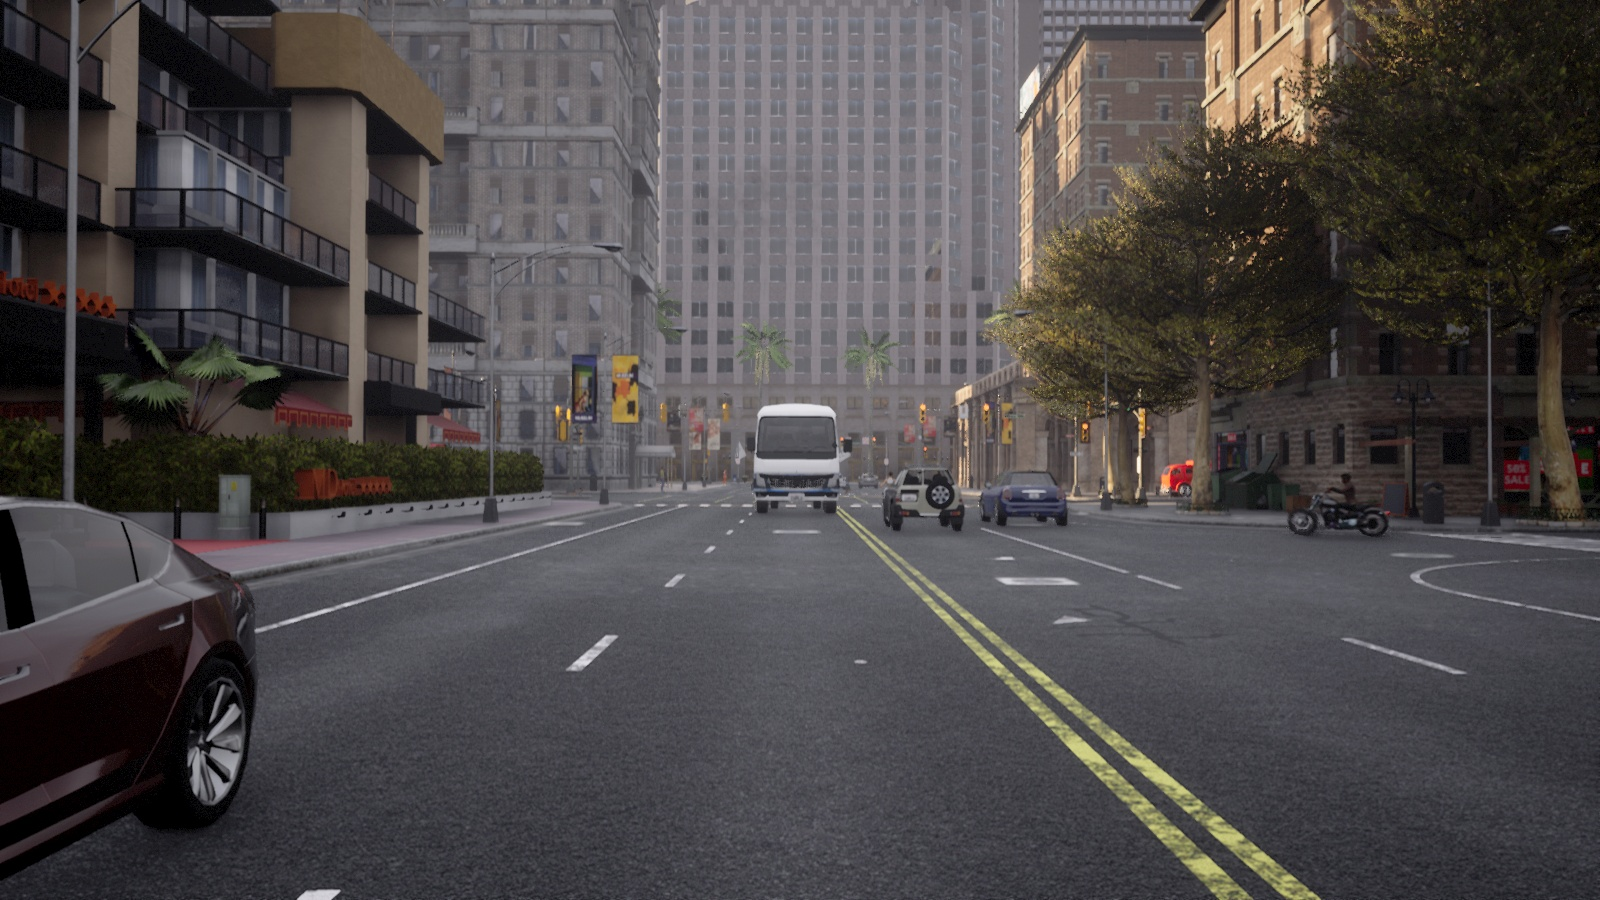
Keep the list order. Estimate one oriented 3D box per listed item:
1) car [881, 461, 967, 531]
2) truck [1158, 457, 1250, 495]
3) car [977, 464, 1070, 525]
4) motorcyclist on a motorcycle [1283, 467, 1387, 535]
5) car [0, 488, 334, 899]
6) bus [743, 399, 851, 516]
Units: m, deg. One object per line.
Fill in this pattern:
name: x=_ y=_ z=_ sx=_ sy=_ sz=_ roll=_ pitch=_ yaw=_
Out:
car: x=3.418 y=1.253 z=35.368 sx=1.932 sy=1.855 sz=4.605 roll=0 pitch=-1 yaw=0
truck: x=26.547 y=1.706 z=82.756 sx=5.204 sy=2.467 sz=2.627 roll=0 pitch=-1 yaw=0
car: x=6.910 y=1.350 z=39.279 sx=2.097 sy=1.767 sz=4.553 roll=0 pitch=-1 yaw=0
motorcyclist on a motorcycle: x=13.484 y=1.280 z=31.665 sx=2.350 sy=1.649 sz=0.766 roll=-1 pitch=-2 yaw=25
car: x=-3.510 y=0.905 z=4.154 sx=2.163 sy=1.488 sz=4.792 roll=0 pitch=-1 yaw=0
bus: x=-0.154 y=0.354 z=51.020 sx=3.944 sy=4.253 sz=10.273 roll=0 pitch=-1 yaw=0
